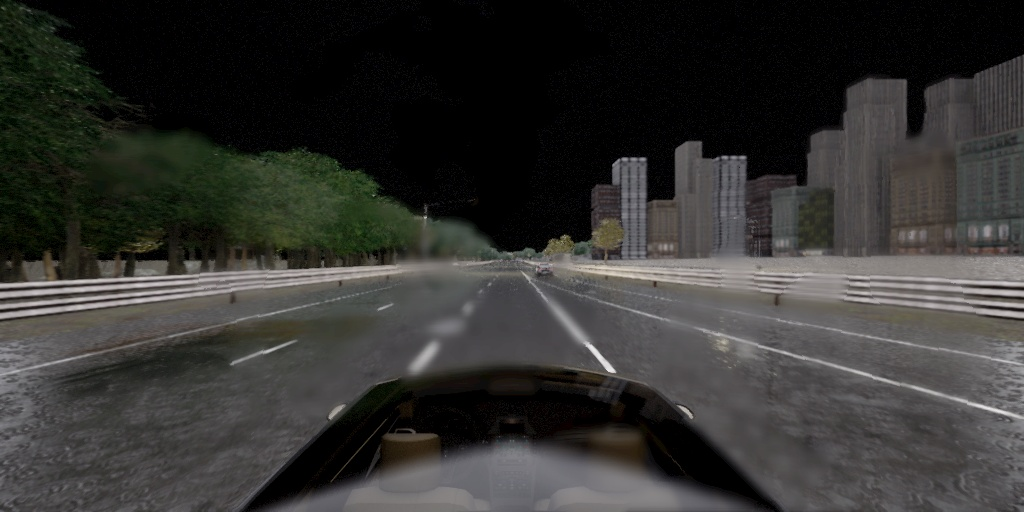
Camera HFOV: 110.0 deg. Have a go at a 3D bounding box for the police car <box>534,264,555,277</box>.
[{"bbox_3d":[3.724,1.705,42.033,2.038,1.542,4.974,0,-1,-2],"label":"police car"}]
